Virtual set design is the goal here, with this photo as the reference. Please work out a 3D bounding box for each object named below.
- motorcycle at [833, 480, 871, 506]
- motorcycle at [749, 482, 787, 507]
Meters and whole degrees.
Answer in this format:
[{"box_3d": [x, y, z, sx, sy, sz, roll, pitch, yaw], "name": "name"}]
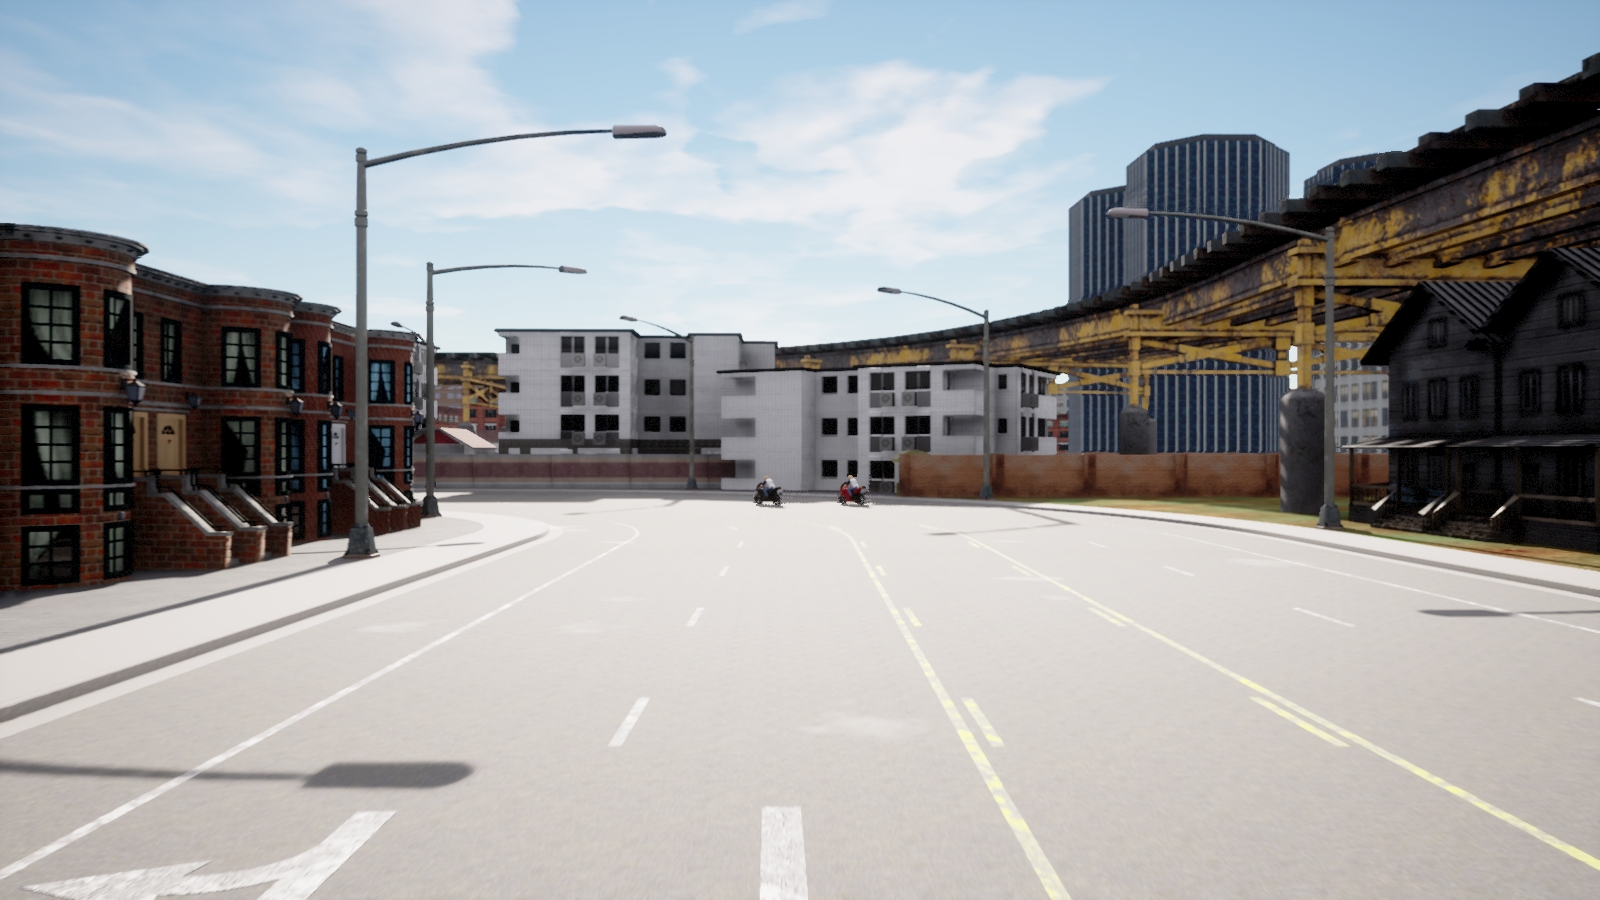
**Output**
[{"box_3d": [2.620, 2.173, 57.798, 0.803, 1.224, 2.033, -1, 1, -38], "name": "motorcycle"}, {"box_3d": [-1.614, 2.212, 57.408, 0.803, 1.145, 2.033, -1, 1, -42], "name": "motorcycle"}]
